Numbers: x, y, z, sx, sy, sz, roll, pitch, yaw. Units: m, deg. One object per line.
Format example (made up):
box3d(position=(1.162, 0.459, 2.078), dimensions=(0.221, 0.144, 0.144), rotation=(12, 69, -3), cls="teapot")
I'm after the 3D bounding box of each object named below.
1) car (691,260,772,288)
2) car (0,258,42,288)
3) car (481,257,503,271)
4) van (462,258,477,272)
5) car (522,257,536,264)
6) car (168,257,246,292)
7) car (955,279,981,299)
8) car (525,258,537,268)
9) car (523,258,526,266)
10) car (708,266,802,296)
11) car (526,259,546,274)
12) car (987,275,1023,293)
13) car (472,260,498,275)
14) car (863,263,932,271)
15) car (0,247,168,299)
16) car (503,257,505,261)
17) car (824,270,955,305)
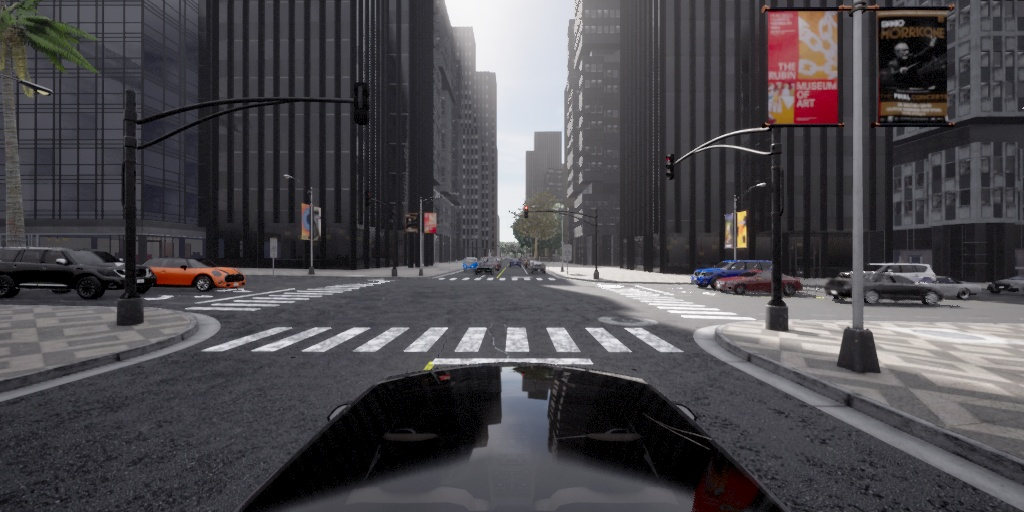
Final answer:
box3d(position=(15.536, 1.294, 24.931), dimensions=(5.566, 2.045, 2.150), rotation=(1, 0, 0), cls="car")
box3d(position=(-27.659, 0.811, 18.411), dimensions=(4.674, 1.442, 1.812), rotation=(1, 0, 0), cls="car")
box3d(position=(-2.777, 1.113, 49.262), dimensions=(2.097, 1.767, 4.553), rotation=(0, 0, 1), cls="car")
box3d(position=(-5.470, 1.101, 47.360), dimensions=(1.690, 1.789, 3.998), rotation=(0, 0, 1), cls="van")
box3d(position=(3.167, 1.079, 58.300), dimensions=(2.192, 1.841, 5.009), rotation=(0, 0, 1), cls="car")
box3d(position=(-16.403, 0.835, 18.401), dimensions=(4.553, 1.767, 2.097), rotation=(1, 0, -1), cls="car")
box3d(position=(24.830, 1.841, 21.645), dimensions=(4.718, 1.301, 1.895), rotation=(1, 0, 0), cls="car")
box3d(position=(3.056, 1.285, 47.445), dimensions=(1.751, 1.417, 4.829), rotation=(0, 0, 1), cls="car")
box3d(position=(3.111, 1.312, 52.788), dimensions=(2.007, 1.370, 4.403), rotation=(0, 0, 1), cls="car")
box3d(position=(14.849, 1.579, 21.689), dimensions=(4.674, 1.442, 1.812), rotation=(1, 0, 0), cls="car")
box3d(position=(2.998, 1.308, 41.762), dimensions=(2.007, 1.370, 4.403), rotation=(0, 0, 1), cls="car")
box3d(position=(35.934, 2.022, 24.836), dimensions=(4.181, 1.385, 1.994), rotation=(1, 0, 0), cls="car")
box3d(position=(-2.886, 1.358, 38.979), dimensions=(1.895, 1.301, 4.718), rotation=(0, 0, 1), cls="car")
box3d(position=(25.893, 1.488, 24.889), dimensions=(5.566, 2.045, 2.150), rotation=(1, 0, 0), cls="car")
box3d(position=(-18.490, 0.661, 15.104), dimensions=(5.566, 2.045, 2.150), rotation=(1, 0, -2), cls="car")
box3d(position=(-2.666, 1.270, 59.511), dimensions=(1.837, 1.490, 4.892), rotation=(0, 0, 1), cls="car")
box3d(position=(18.804, 1.626, 18.222), dimensions=(4.892, 1.490, 1.837), rotation=(1, 0, 0), cls="car")
